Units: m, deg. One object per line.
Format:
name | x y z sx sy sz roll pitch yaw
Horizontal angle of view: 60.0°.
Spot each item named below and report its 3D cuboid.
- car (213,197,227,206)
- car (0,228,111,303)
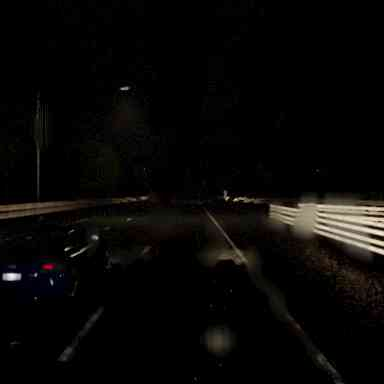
car | 4.958 1.631 59.963 2.128 1.511 4.902 0 0 -6
car | -3.400 1.576 8.303 1.994 1.385 4.181 0 0 0
